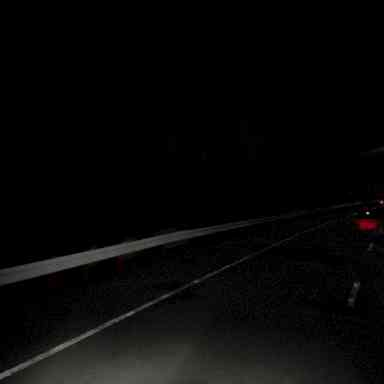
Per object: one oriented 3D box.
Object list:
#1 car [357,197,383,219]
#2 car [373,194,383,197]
[{"bbox_3d":[16.006,1.505,29.643,1.837,1.490,4.892,0,0,35],"label":"car"},{"bbox_3d":[22.051,1.221,38.189,2.150,2.045,5.566,0,0,35],"label":"car"}]
